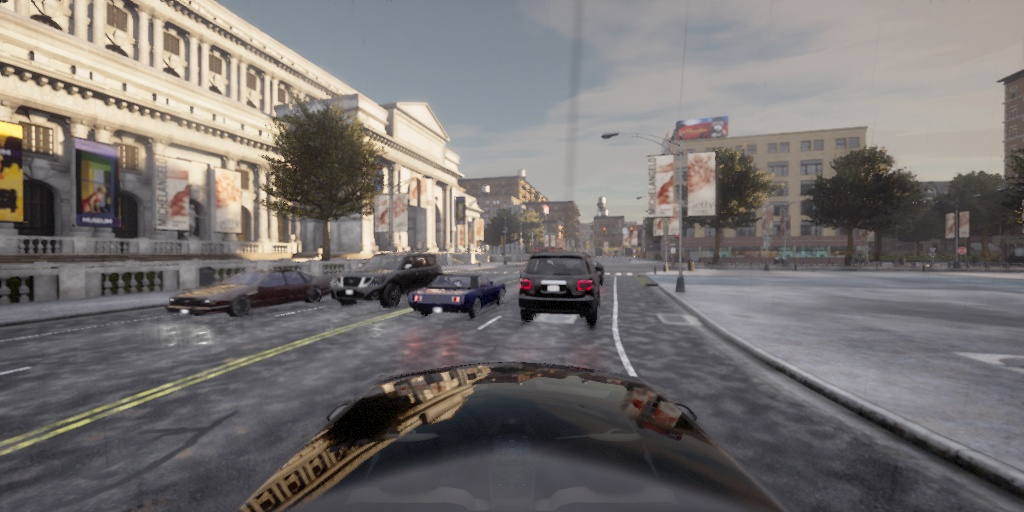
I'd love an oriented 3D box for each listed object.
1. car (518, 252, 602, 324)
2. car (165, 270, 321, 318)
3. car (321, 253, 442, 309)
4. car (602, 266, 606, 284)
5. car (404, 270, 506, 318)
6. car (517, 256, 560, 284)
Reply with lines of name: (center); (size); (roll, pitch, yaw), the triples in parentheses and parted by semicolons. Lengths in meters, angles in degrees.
car: (1.750, 0.888, 11.841); (2.150, 2.045, 5.566); (0, 1, 15)
car: (-8.972, 1.223, 13.099); (2.033, 1.411, 5.357); (0, 0, 14)
car: (-4.849, 0.874, 15.008); (2.150, 2.045, 5.566); (0, 0, 16)
car: (5.144, 1.048, 23.828); (2.128, 1.511, 4.902); (0, 1, 16)
car: (-1.627, 1.265, 12.635); (1.895, 1.301, 4.718); (0, 0, 14)
car: (1.996, 0.903, 25.507); (2.097, 1.767, 4.553); (0, 1, 16)
